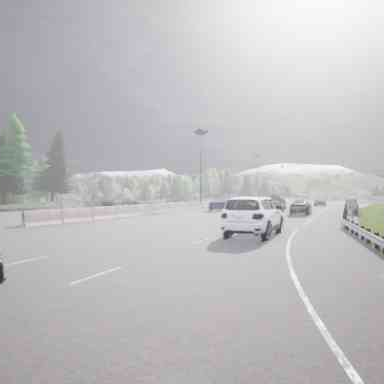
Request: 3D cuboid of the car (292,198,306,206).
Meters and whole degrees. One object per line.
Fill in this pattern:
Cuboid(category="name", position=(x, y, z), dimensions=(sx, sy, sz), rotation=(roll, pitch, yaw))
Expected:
Cuboid(category="car", position=(19.405, 1.765, 60.021), dimensions=(1.812, 1.442, 4.674), rotation=(0, 0, 25))

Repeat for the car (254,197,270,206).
Cuboid(category="car", position=(13.575, 1.793, 64.072), dimensions=(1.837, 1.490, 4.892), rotation=(0, 0, 25))

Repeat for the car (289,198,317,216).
Cuboid(category="car", position=(11.363, 1.609, 34.641), dimensions=(2.128, 1.511, 4.902), rotation=(0, 0, 25))

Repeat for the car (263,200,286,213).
Cuboid(category="car", position=(9.954, 1.718, 39.906), dimensions=(1.994, 1.385, 4.181), rotation=(0, 0, 25))

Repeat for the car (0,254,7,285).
Cuboid(category="car", position=(-5.897, 1.531, 5.972), dimensions=(2.128, 1.511, 4.902), rotation=(0, 0, 25))

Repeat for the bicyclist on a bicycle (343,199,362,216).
Cuboid(category="bicyclist on a bicycle", position=(16.247, 1.559, 33.666), dimensions=(0.582, 1.620, 1.656), rotation=(3, -2, -44))

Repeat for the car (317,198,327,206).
Cuboid(category="car", position=(22.531, 1.765, 58.438), dimensions=(2.033, 1.411, 5.357), rotation=(0, 0, 25))

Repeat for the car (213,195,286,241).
Cuboid(category="car", position=(3.239, 1.266, 17.267), dimensions=(2.150, 2.045, 5.566), rotation=(0, 0, 25))

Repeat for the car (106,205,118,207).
Cuboid(category="car", position=(-9.657, 1.774, 47.997), dimensions=(2.128, 1.511, 4.902), rotation=(0, 0, 25))

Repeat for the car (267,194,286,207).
Cuboid(category="car", position=(15.018, 1.476, 58.922), dimensions=(2.150, 2.045, 5.566), rotation=(0, 0, 25))

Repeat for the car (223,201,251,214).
Cuboid(category="car", position=(5.263, 1.726, 38.140), dimensions=(1.994, 1.385, 4.181), rotation=(0, 0, 25))

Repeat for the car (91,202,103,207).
Cuboid(category="car", position=(-14.479, 1.831, 54.189), dimensions=(2.128, 1.511, 4.902), rotation=(0, 0, 25))

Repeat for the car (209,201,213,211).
Cuboid(category="car", position=(3.773, 1.677, 43.214), dimensions=(1.882, 1.535, 5.008), rotation=(0, -1, 25))

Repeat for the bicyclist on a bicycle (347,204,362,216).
Cuboid(category="bicyclist on a bicycle", position=(15.825, 1.557, 32.768), dimensions=(1.656, 1.620, 0.582), rotation=(1, 0, 18))
